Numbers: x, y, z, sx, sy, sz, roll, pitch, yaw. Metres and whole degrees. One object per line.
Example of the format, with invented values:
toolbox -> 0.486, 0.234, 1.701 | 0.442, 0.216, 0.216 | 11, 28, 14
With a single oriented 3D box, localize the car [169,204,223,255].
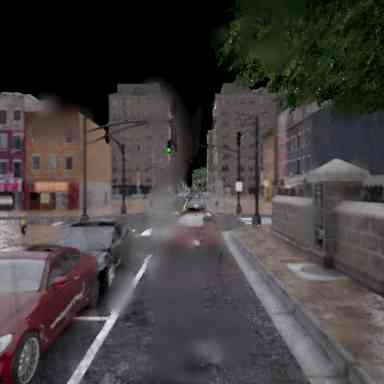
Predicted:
car -> 0.201, 1.409, 12.699 | 1.812, 1.442, 4.674 | 0, 0, 3

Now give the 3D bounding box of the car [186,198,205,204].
car -> 0.391, 1.252, 33.712 | 1.994, 1.385, 4.181 | 0, 1, 0

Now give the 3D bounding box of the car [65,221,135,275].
car -> -2.639, 1.485, 8.799 | 1.947, 1.339, 4.313 | 0, 1, 0

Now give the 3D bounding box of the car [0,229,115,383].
car -> -2.638, 1.534, 5.137 | 1.802, 1.307, 4.206 | 0, 1, 0
